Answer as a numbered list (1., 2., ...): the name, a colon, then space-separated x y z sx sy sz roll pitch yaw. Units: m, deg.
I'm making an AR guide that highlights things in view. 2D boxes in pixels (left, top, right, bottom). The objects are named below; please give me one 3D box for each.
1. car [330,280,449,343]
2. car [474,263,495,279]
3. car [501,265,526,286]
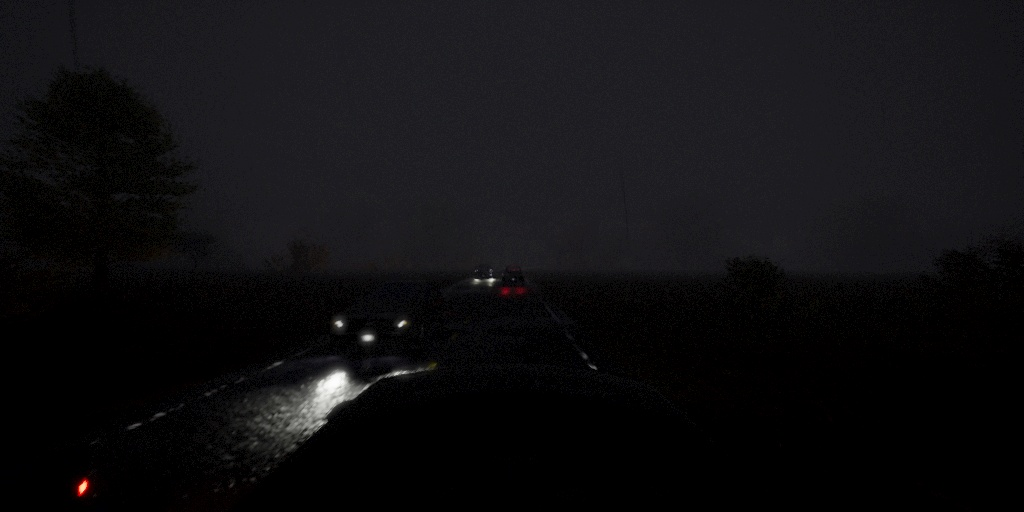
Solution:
1. car: -3.089 1.414 10.356 2.033 1.411 5.357 0 -1 0
2. car: -3.088 1.623 40.786 2.097 1.767 4.553 0 -1 0
3. car: 0.103 1.620 29.892 2.128 1.511 4.902 0 -1 0
